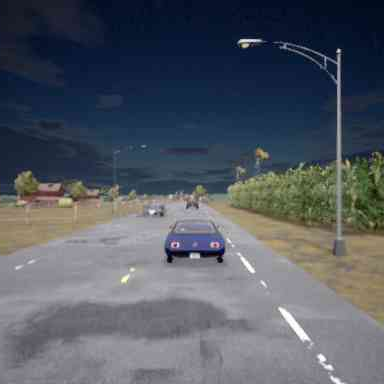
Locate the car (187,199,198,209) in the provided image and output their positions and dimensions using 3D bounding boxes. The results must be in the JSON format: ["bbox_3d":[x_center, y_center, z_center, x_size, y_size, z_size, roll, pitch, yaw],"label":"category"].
[{"bbox_3d":[0.083,1.914,53.194,1.837,1.490,4.892,0,-2,0],"label":"car"}]

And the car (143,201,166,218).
[{"bbox_3d":[-3.585,1.663,32.373,2.128,1.511,4.902,0,-1,0],"label":"car"}]

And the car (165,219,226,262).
[{"bbox_3d":[0.093,1.655,12.325,1.895,1.301,4.718,0,0,0],"label":"car"}]
